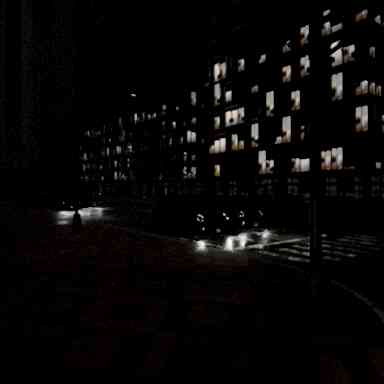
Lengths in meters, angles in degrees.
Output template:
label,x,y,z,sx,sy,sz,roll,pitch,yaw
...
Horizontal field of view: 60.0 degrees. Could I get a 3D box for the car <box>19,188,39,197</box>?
label,x,y,z,sx,sy,sz,roll,pitch,yaw
car,-22.061,0.240,44.808,1.837,1.490,4.892,0,1,-38

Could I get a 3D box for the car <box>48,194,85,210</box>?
label,x,y,z,sx,sy,sz,roll,pitch,yaw
car,-12.407,1.016,32.338,1.895,1.301,4.718,0,1,-38

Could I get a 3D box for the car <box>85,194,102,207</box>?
label,x,y,z,sx,sy,sz,roll,pitch,yaw
car,-11.757,0.906,36.784,2.033,1.411,5.357,0,1,-38

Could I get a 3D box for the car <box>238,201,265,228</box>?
label,x,y,z,sx,sy,sz,roll,pitch,yaw
car,2.005,1.122,19.276,2.097,1.767,4.553,0,1,-38

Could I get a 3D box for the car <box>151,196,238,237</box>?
label,x,y,z,sx,sy,sz,roll,pitch,yaw
car,-0.176,1.131,16.791,2.097,1.767,4.553,0,1,-38

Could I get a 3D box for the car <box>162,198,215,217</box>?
label,x,y,z,sx,sy,sz,roll,pitch,yaw
car,-0.397,1.216,27.936,1.895,1.301,4.718,0,1,-39
